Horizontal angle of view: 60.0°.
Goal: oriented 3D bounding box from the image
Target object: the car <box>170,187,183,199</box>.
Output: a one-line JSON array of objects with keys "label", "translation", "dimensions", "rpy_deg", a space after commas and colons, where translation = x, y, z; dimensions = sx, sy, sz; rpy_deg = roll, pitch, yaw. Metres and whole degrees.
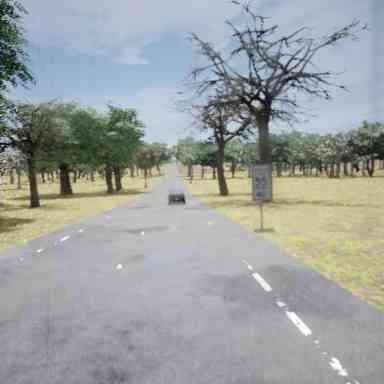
[{"label": "car", "translation": [-2.357, 0.159, 50.443], "dimensions": [1.882, 1.535, 5.008], "rpy_deg": [-3, 2, -2]}]

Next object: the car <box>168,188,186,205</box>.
[{"label": "car", "translation": [-1.763, 0.559, 38.625], "dimensions": [1.882, 1.535, 5.008], "rpy_deg": [-3, 2, -2]}]
